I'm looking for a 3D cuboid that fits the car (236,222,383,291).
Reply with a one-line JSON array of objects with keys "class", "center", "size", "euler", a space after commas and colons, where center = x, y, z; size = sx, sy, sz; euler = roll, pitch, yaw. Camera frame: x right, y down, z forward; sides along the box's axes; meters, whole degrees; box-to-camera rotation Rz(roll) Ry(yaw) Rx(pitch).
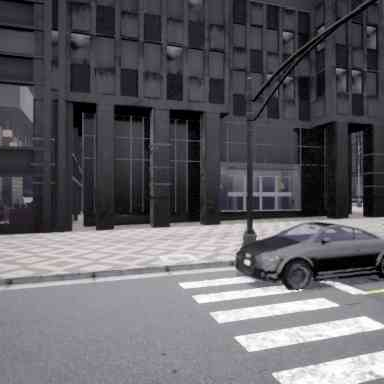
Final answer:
[{"class": "car", "center": [3.260, 1.504, 8.676], "size": [4.181, 1.385, 1.994], "euler": [-1, 0, -17]}]
